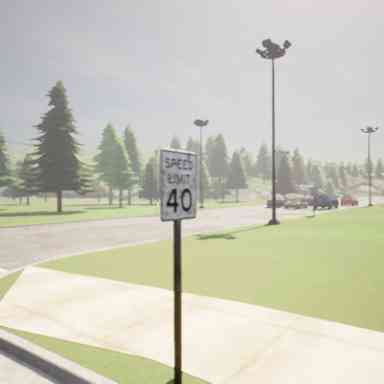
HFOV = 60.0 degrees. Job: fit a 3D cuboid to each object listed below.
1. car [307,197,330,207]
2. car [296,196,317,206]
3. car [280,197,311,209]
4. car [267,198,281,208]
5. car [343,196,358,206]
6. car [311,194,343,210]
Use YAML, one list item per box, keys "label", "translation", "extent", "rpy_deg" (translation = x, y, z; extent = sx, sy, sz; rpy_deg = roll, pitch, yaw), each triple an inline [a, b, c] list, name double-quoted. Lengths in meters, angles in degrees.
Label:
- label: "car"
  translation: [20.601, 1.628, 54.088]
  extent: [2.033, 1.411, 5.357]
  rpy_deg: [0, 0, 37]
- label: "car"
  translation: [20.547, 1.591, 59.630]
  extent: [2.128, 1.511, 4.902]
  rpy_deg: [0, 0, 38]
- label: "car"
  translation: [14.380, 1.684, 45.849]
  extent: [1.895, 1.301, 4.718]
  rpy_deg: [0, 0, 38]
- label: "car"
  translation: [12.790, 1.592, 49.455]
  extent: [2.128, 1.511, 4.902]
  rpy_deg: [0, 0, 37]
- label: "car"
  translation: [26.319, 1.411, 55.655]
  extent: [2.097, 1.767, 4.553]
  rpy_deg: [0, 0, 37]
- label: "car"
  translation: [18.129, 1.285, 44.919]
  extent: [2.150, 2.045, 5.566]
  rpy_deg: [0, 0, 38]
